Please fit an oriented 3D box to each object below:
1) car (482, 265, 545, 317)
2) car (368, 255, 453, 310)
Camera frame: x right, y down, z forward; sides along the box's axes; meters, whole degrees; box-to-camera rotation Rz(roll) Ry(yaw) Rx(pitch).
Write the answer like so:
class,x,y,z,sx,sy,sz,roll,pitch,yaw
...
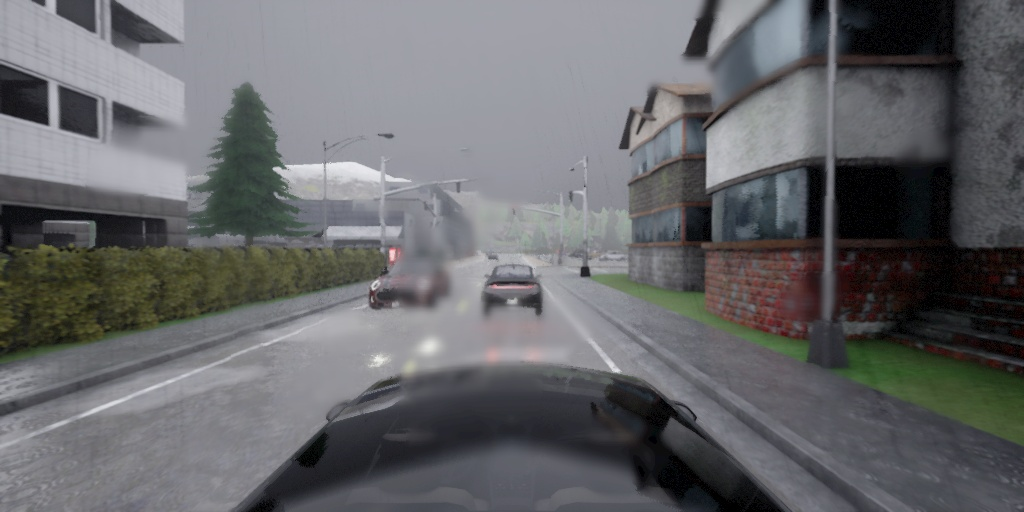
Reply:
class,x,y,z,sx,sy,sz,roll,pitch,yaw
car,0.054,1.041,12.271,2.128,1.511,4.902,0,1,0
car,-3.569,0.882,13.359,2.097,1.767,4.553,0,1,0
